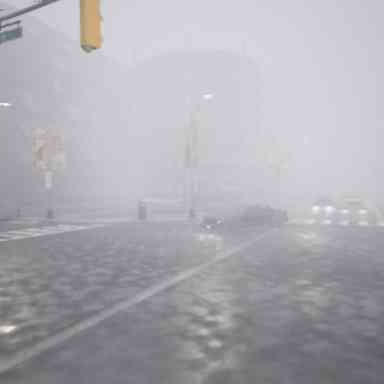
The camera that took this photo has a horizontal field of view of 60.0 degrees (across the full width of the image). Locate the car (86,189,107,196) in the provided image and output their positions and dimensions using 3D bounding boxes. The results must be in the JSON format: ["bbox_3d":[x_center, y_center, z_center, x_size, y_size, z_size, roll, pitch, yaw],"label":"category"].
[{"bbox_3d":[-22.573,0.408,79.151,5.566,2.045,2.435,0,1,26],"label":"car"}]

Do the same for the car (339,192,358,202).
[{"bbox_3d":[23.854,0.677,50.876,1.812,1.442,4.674,0,0,16],"label":"car"}]

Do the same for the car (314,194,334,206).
[{"bbox_3d":[16.186,0.955,40.801,1.895,1.301,4.718,0,1,28],"label":"car"}]

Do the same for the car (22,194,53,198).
[{"bbox_3d":[-22.808,1.024,50.276,4.674,1.452,2.002,0,1,26],"label":"car"}]

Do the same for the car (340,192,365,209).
[{"bbox_3d":[16.582,0.900,34.181,1.882,1.535,5.008,0,1,27],"label":"car"}]

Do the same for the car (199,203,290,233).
[{"bbox_3d":[3.010,1.310,18.113,5.357,1.411,2.033,-1,1,-35],"label":"car"}]
